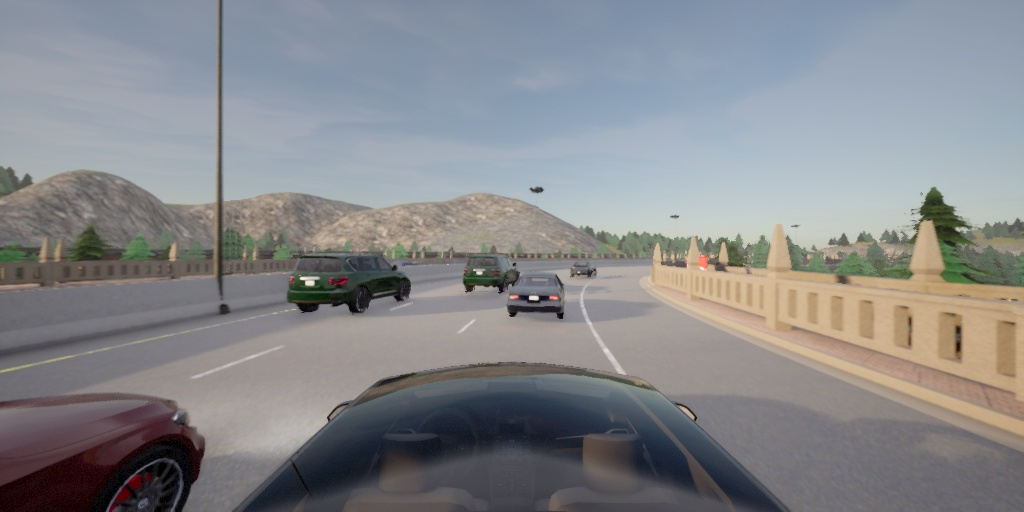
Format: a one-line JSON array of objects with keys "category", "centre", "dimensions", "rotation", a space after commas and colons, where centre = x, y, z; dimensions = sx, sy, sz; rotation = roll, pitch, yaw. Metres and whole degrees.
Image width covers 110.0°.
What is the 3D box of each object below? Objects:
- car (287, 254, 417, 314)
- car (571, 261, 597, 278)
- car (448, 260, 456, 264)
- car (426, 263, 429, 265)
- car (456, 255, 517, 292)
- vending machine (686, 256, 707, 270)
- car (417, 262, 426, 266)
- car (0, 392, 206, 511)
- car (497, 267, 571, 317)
[{"category": "car", "centre": [-5.910, 0.937, 13.785], "dimensions": [2.150, 2.045, 5.566], "rotation": [0, 0, 8]}, {"category": "car", "centre": [6.851, 1.253, 34.029], "dimensions": [2.128, 1.511, 4.902], "rotation": [0, 0, 22]}, {"category": "car", "centre": [-7.516, 1.181, 53.022], "dimensions": [2.128, 1.511, 4.902], "rotation": [0, 0, 29]}, {"category": "car", "centre": [-10.364, 1.281, 38.622], "dimensions": [1.895, 1.301, 4.718], "rotation": [0, 0, 22]}, {"category": "car", "centre": [-1.081, 0.955, 20.789], "dimensions": [2.150, 2.045, 5.566], "rotation": [0, 0, 12]}, {"category": "vending machine", "centre": [10.193, 0.981, 19.845], "dimensions": [1.100, 2.100, 0.880], "rotation": [0, 0, 14]}, {"category": "car", "centre": [-9.582, 1.166, 30.156], "dimensions": [1.882, 1.535, 5.008], "rotation": [0, 0, 17]}, {"category": "car", "centre": [-3.303, 1.261, 0.824], "dimensions": [1.812, 1.442, 4.674], "rotation": [0, 0, 0]}, {"category": "car", "centre": [1.013, 1.295, 13.136], "dimensions": [2.033, 1.411, 5.357], "rotation": [0, 0, 8]}]
